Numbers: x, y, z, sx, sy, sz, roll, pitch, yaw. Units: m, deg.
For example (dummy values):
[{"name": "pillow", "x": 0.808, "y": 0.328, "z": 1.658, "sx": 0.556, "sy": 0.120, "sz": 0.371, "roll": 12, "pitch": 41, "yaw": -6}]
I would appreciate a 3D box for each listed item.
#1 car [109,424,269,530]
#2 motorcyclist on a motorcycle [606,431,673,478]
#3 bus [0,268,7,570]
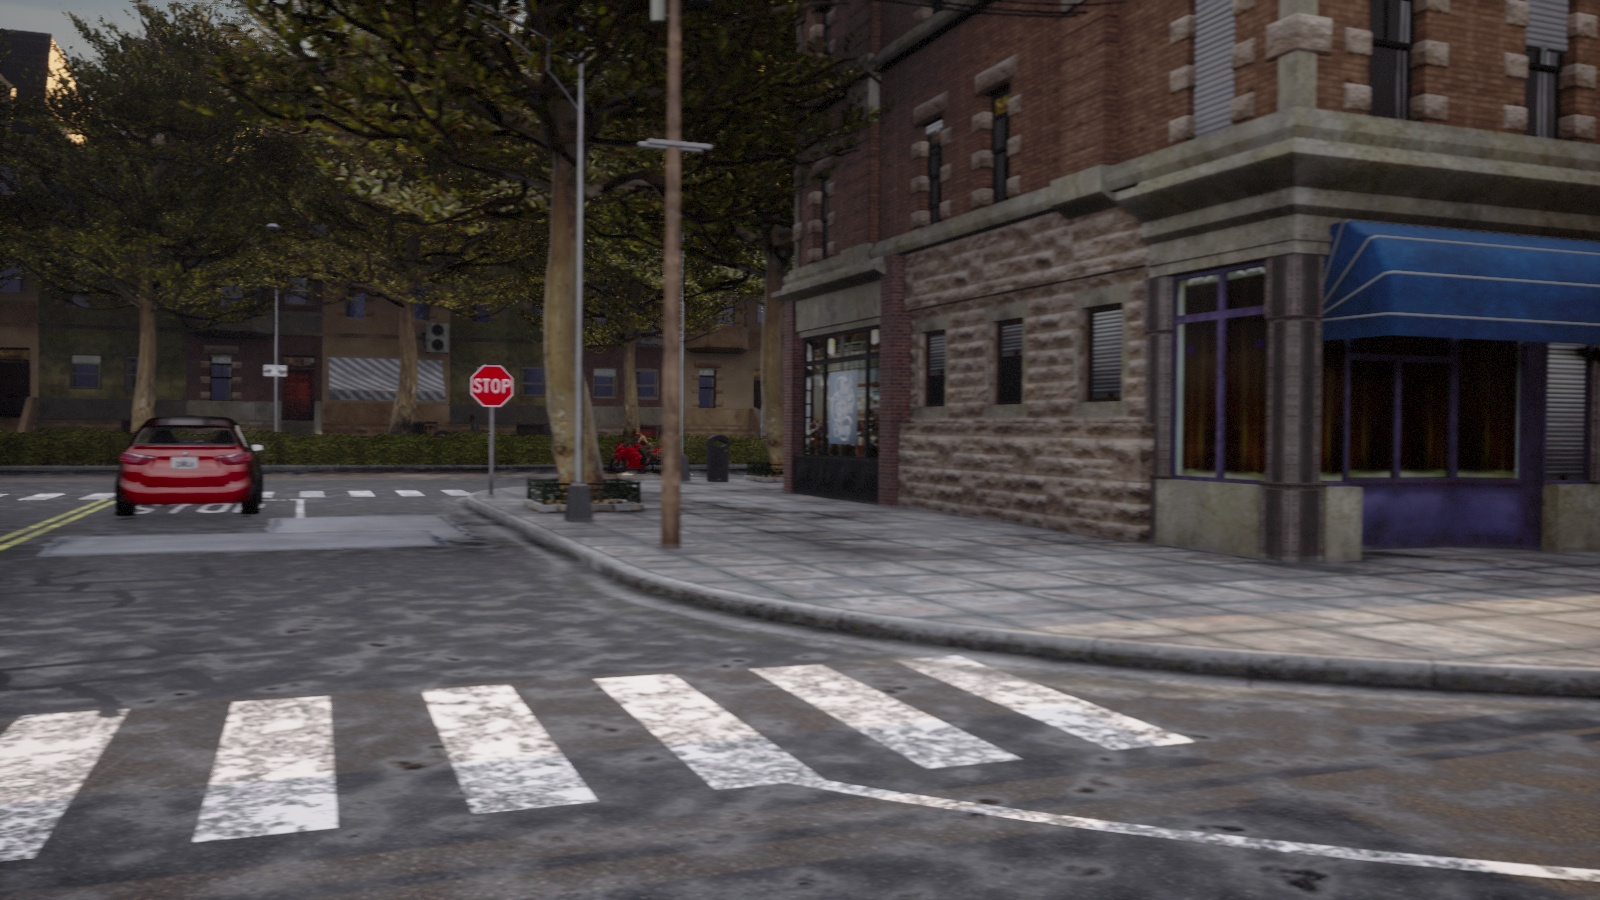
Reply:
[{"name": "car", "x": -10.823, "y": 0.394, "z": 22.581, "sx": 2.242, "sy": 1.667, "sz": 4.611, "roll": -1, "pitch": 1, "yaw": -22}, {"name": "motorcyclist on a motorcycle", "x": -5.343, "y": 0.140, "z": 41.853, "sx": 2.044, "sy": 1.523, "sz": 0.797, "roll": -1, "pitch": 1, "yaw": -22}, {"name": "bus", "x": -9.361, "y": -0.626, "z": 9.580, "sx": 3.944, "sy": 4.253, "sz": 10.273, "roll": -1, "pitch": 1, "yaw": -23}]
